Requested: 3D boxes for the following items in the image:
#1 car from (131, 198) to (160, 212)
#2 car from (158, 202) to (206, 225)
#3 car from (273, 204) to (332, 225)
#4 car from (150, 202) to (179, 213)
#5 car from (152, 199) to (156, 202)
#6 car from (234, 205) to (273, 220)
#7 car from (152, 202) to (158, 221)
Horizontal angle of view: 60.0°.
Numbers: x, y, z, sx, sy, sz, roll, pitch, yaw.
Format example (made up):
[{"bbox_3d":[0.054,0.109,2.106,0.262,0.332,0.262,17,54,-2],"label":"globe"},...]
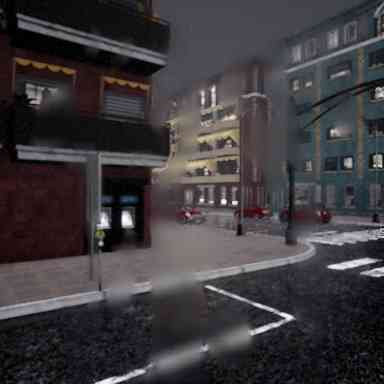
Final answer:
[{"bbox_3d":[-6.982,1.888,49.446,2.192,1.841,5.009,-1,0,-35],"label":"car"},{"bbox_3d":[-0.669,1.715,26.734,1.967,1.590,4.097,-1,0,-35],"label":"car"},{"bbox_3d":[8.963,1.669,26.741,1.967,1.590,4.097,-1,0,-35],"label":"car"},{"bbox_3d":[-3.791,2.070,44.903,1.947,1.339,4.313,-1,0,-35],"label":"car"},{"bbox_3d":[-5.474,1.906,37.898,1.882,1.535,5.008,0,-1,-35],"label":"car"},{"bbox_3d":[5.775,1.880,31.280,1.802,1.307,4.206,-1,0,-35],"label":"car"},{"bbox_3d":[-3.854,1.925,31.275,1.802,1.307,4.206,-1,0,-35],"label":"car"}]
